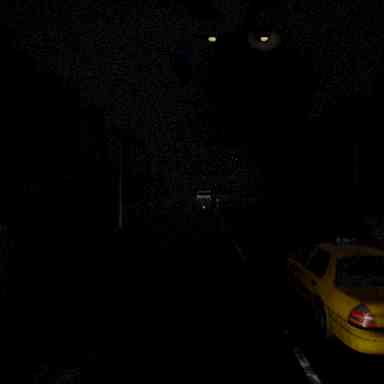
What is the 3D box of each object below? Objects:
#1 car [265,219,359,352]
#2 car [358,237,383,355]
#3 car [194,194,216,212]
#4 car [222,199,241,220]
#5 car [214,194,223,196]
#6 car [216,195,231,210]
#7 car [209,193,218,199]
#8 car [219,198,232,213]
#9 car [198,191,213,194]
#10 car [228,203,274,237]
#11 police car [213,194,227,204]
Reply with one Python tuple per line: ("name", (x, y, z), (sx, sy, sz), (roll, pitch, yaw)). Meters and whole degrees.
("car", (2.786, 1.502, 6.270), (1.752, 1.417, 4.829), (-1, 0, 2))
("car", (2.587, 1.330, 0.556), (2.192, 1.841, 5.009), (-1, 0, 2))
("car", (1.264, 1.292, 35.547), (1.812, 1.442, 4.674), (0, 0, 2))
("car", (3.351, 1.417, 22.728), (2.008, 1.369, 4.403), (-1, 0, 2))
("car", (3.921, 1.204, 39.353), (1.967, 1.590, 4.097), (-1, 0, 2))
("car", (3.732, 1.341, 33.812), (1.887, 1.381, 4.507), (-1, 0, 2))
("car", (5.446, 1.088, 83.692), (2.008, 1.369, 4.403), (-1, 0, 2))
("car", (3.542, 1.413, 28.270), (1.802, 1.307, 4.206), (-1, 0, 2))
("car", (1.711, 0.913, 48.435), (2.150, 2.045, 5.566), (0, 0, 2))
("car", (3.161, 1.468, 17.185), (1.947, 1.339, 4.313), (-1, 0, 2))
("police car", (4.589, 1.105, 55.003), (1.930, 1.638, 5.238), (0, 0, 2))
